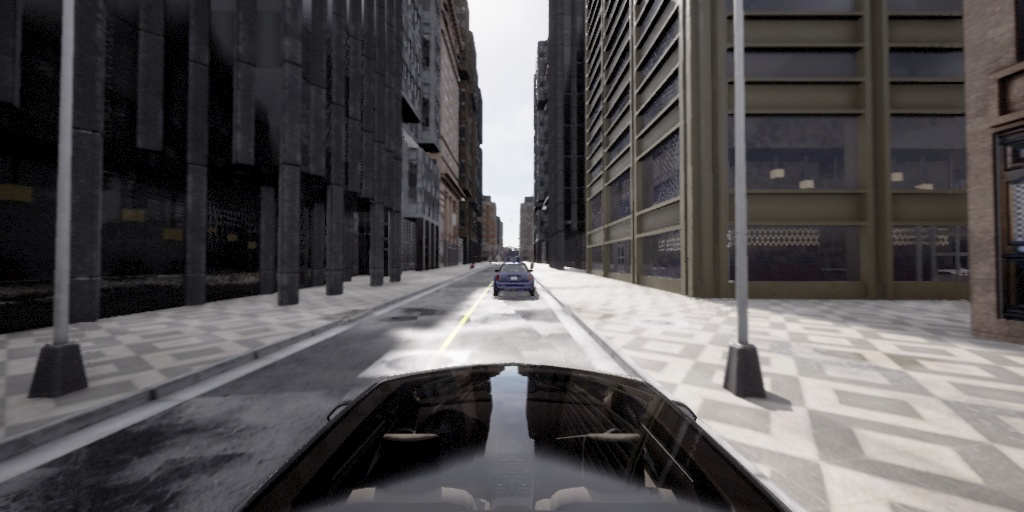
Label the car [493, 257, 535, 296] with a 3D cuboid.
[{"bbox_3d":[0.102,1.124,19.809,2.097,1.767,4.553,0,0,0],"label":"car"}]
